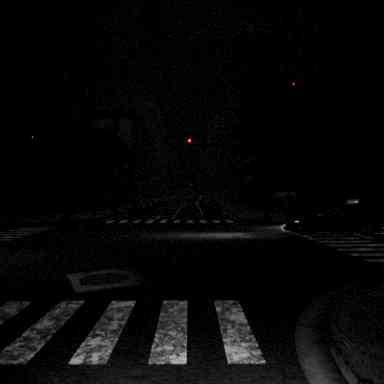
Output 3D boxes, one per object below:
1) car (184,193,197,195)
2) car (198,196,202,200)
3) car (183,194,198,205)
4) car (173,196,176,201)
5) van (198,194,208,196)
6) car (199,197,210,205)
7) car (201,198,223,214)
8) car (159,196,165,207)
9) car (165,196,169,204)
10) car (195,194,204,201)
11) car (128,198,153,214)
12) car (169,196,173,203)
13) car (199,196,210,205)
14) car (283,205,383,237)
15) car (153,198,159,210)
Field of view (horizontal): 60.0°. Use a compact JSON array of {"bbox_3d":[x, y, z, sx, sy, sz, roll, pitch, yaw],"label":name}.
[{"bbox_3d":[-0.277,1.525,73.734,1.812,1.442,4.674,0,0,0],"label":"car"},{"bbox_3d":[2.340,1.668,52.699,1.947,1.339,4.313,0,0,0],"label":"car"},{"bbox_3d":[-0.287,1.638,63.314,1.837,1.490,4.892,0,0,0],"label":"car"},{"bbox_3d":[-5.660,1.742,80.259,2.008,1.369,4.403,0,0,0],"label":"car"},{"bbox_3d":[2.345,1.459,58.210,1.690,1.788,3.998,0,0,0],"label":"van"},{"bbox_3d":[2.350,1.685,63.720,2.008,1.369,4.403,0,0,0],"label":"car"},{"bbox_3d":[2.325,1.627,36.166,1.947,1.339,4.313,0,0,0],"label":"car"},{"bbox_3d":[-5.685,1.684,52.706,1.802,1.307,4.206,0,0,0],"label":"car"},{"bbox_3d":[-5.679,1.668,58.216,2.008,1.369,4.403,0,0,0],"label":"car"},{"bbox_3d":[2.007,1.454,90.165,2.150,2.045,5.566,0,0,0],"label":"car"},{"bbox_3d":[-5.700,1.502,36.174,1.967,1.590,4.097,0,0,0],"label":"car"},{"bbox_3d":[-5.670,1.593,69.238,1.967,1.590,4.097,0,0,0],"label":"car"},{"bbox_3d":[2.335,1.669,47.188,1.802,1.307,4.206,0,0,0],"label":"car"},{"bbox_3d":[7.311,1.473,17.414,4.902,1.511,2.128,0,0,0],"label":"car"},{"bbox_3d":[-5.695,1.514,41.685,1.967,1.590,4.097,0,0,0],"label":"car"}]
